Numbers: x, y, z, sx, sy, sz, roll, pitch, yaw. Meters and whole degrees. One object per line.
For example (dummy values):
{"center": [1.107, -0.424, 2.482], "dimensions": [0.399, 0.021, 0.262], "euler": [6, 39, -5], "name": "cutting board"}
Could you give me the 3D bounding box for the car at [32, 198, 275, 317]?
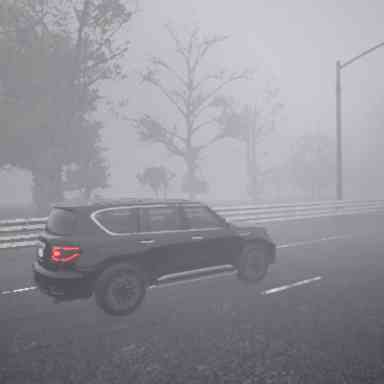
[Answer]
{"center": [-0.569, 1.151, 7.601], "dimensions": [5.566, 2.045, 2.150], "euler": [-1, 1, -35], "name": "car"}
